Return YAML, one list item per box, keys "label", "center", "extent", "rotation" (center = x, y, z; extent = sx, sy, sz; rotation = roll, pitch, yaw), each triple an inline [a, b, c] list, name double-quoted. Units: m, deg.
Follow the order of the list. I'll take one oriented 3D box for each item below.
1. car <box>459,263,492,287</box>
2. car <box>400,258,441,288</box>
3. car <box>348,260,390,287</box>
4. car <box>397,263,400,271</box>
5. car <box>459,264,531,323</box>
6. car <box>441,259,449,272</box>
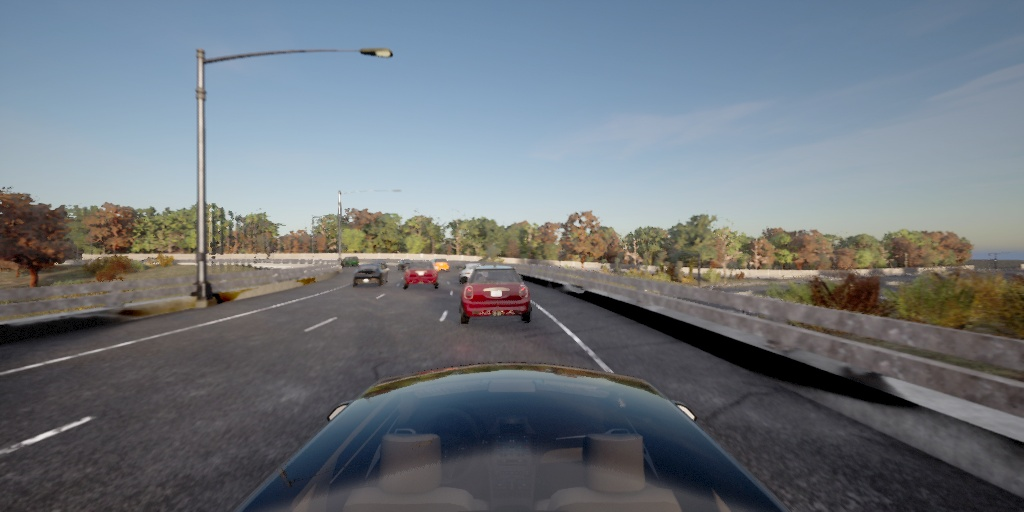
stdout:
- label: "car"
  center: [-2.671, 1.265, 25.215]
  extent: [1.812, 1.442, 4.674]
  rotation: [0, 0, -12]
- label: "car"
  center: [-5.987, 1.110, 23.965]
  extent: [2.097, 1.767, 4.553]
  rotation: [0, 0, -12]
- label: "car"
  center: [-9.853, 1.285, 25.245]
  extent: [1.837, 1.490, 4.892]
  rotation: [0, 1, -13]
- label: "car"
  center: [-14.317, 1.282, 48.548]
  extent: [1.837, 1.490, 4.892]
  rotation: [0, 0, -25]
- label: "car"
  center: [-0.659, 1.093, 12.335]
  extent: [2.097, 1.767, 4.553]
  rotation: [0, 0, -6]
- label: "car"
  center: [-9.638, 1.105, 46.639]
  extent: [2.097, 1.767, 4.553]
  rotation: [0, 0, -23]
